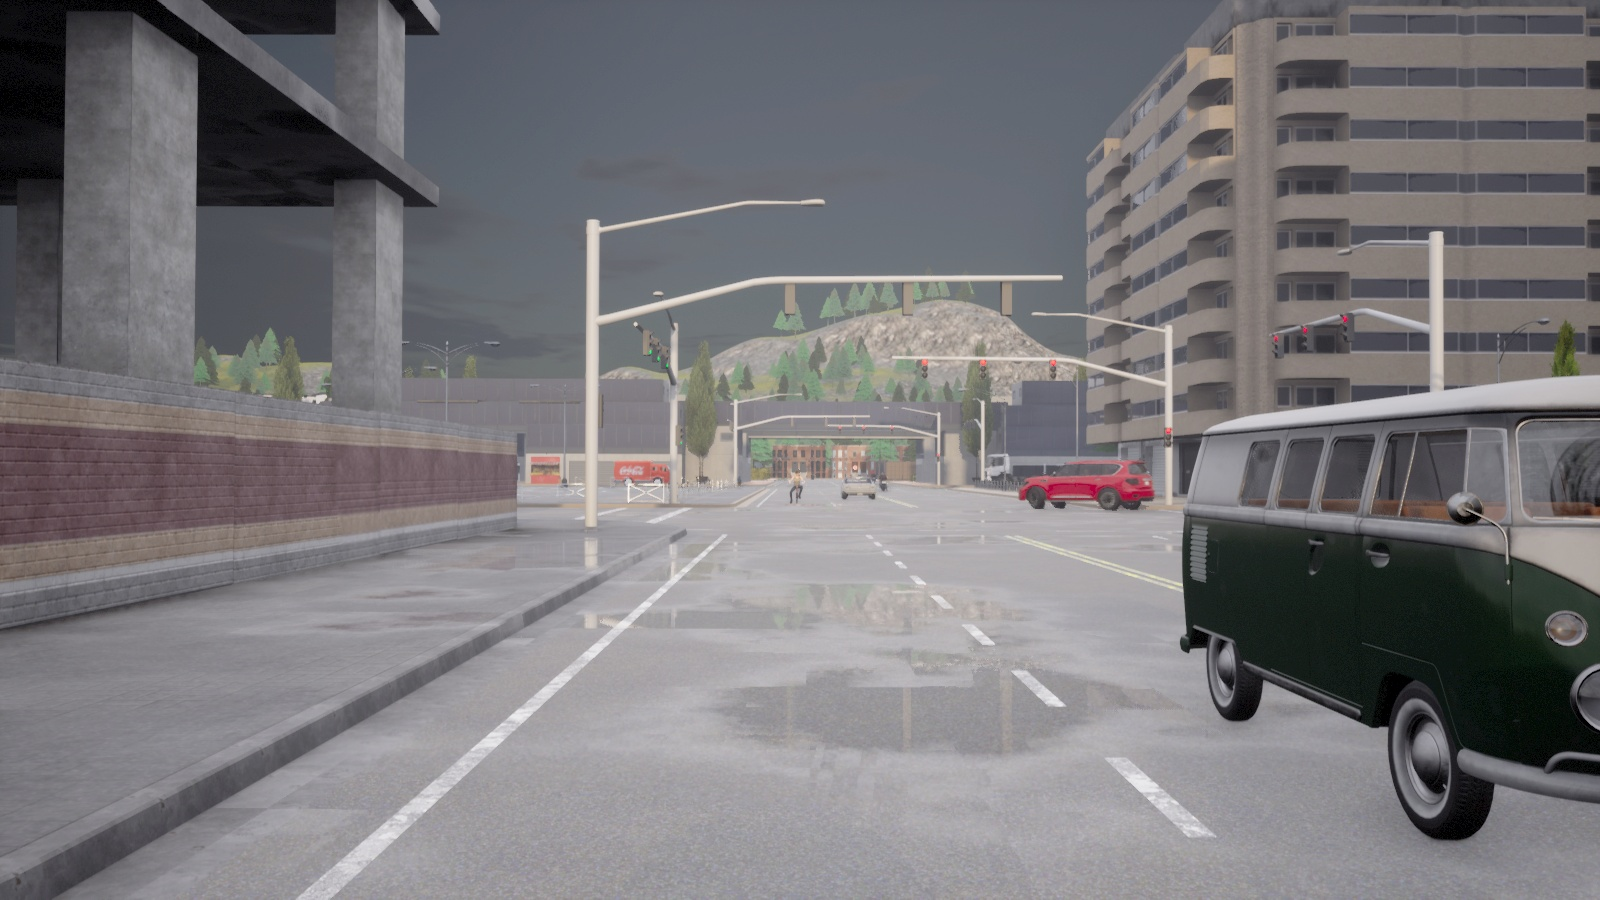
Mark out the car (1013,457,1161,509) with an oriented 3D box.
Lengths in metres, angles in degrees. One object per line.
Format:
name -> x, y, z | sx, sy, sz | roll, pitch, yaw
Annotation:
car -> 11.773, 1.344, 51.766 | 5.566, 2.045, 2.150 | -1, -1, 41

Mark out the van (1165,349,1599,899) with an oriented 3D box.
van -> 3.485, 0.667, 6.681 | 1.775, 1.987, 4.442 | 0, -1, 0

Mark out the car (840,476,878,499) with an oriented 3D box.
car -> 3.344, 2.122, 71.839 | 1.895, 1.301, 4.718 | 0, -1, 0
